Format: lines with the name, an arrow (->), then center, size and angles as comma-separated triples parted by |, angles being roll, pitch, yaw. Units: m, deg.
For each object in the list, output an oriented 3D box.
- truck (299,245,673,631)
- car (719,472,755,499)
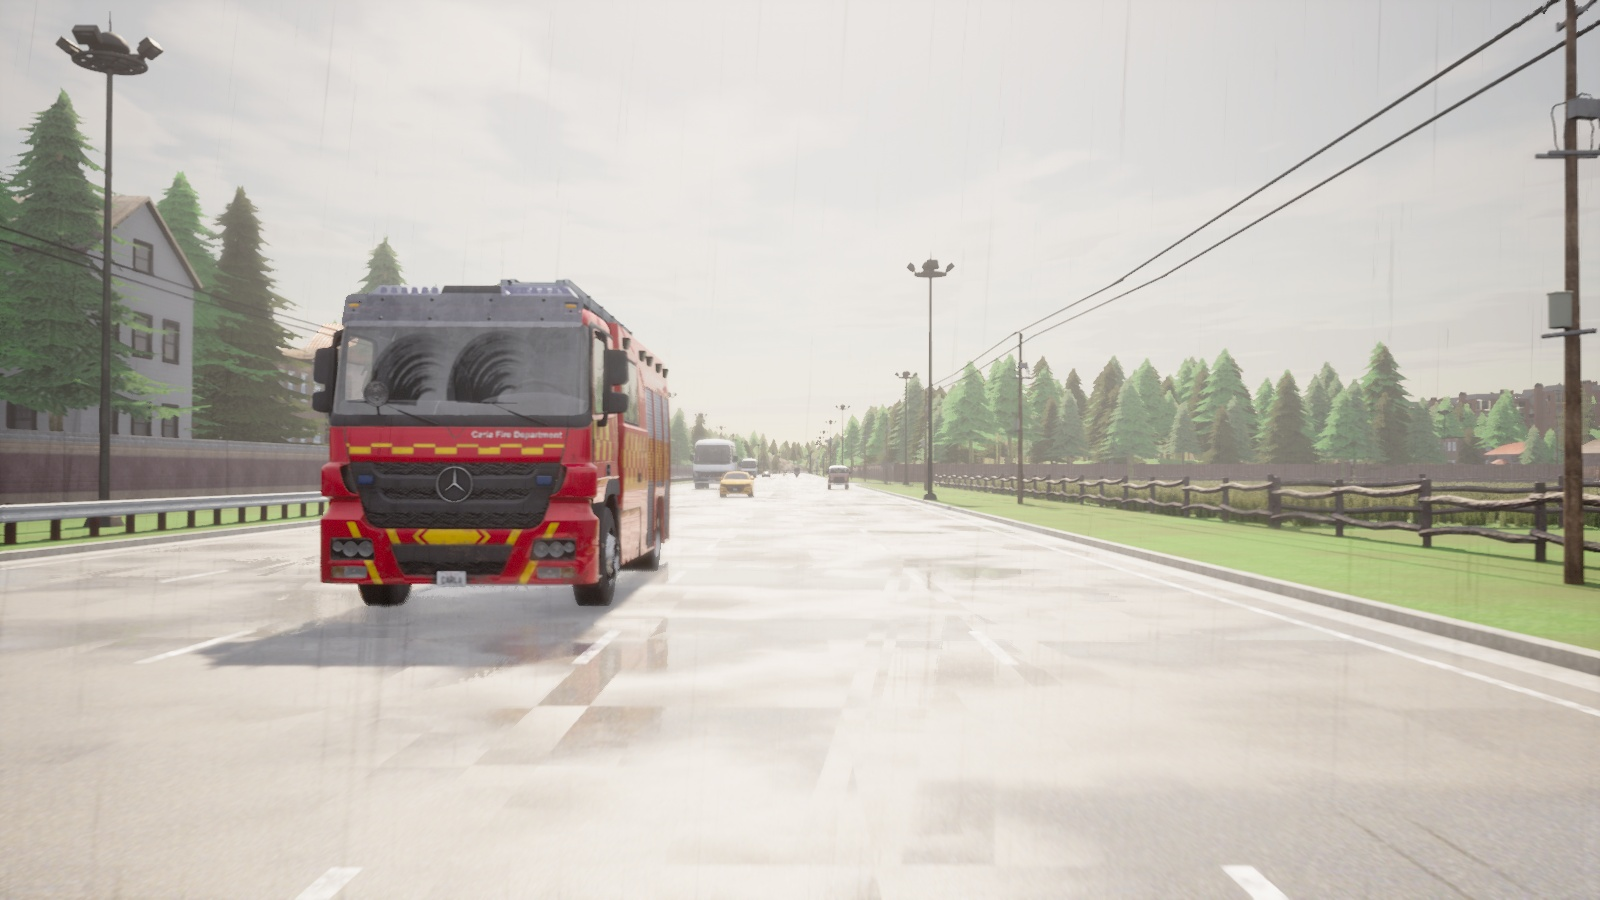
truck -> -3.545, -0.056, 16.719 | 2.891, 3.827, 8.468 | 0, -1, 0
car -> -3.678, 2.046, 74.012 | 1.882, 1.535, 5.008 | 0, -1, 0
